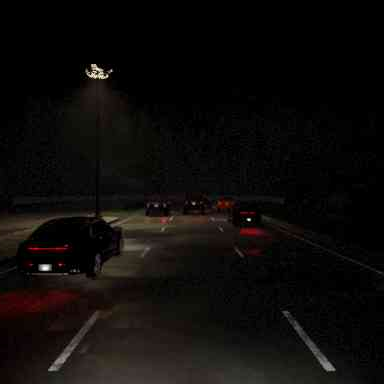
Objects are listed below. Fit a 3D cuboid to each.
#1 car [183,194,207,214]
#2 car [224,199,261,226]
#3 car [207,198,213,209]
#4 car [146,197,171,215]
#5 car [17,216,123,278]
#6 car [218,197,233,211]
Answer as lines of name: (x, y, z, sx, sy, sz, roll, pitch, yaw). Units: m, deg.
car: (0.275, 1.221, 34.769, 2.150, 2.045, 5.566, 0, 0, 2)
car: (3.599, 1.504, 23.409, 1.837, 1.490, 4.892, 0, 0, 0)
car: (1.614, 1.492, 44.549, 2.128, 1.511, 4.902, 0, 0, 12)
car: (-3.279, 1.352, 33.431, 2.097, 1.767, 4.553, 0, 0, 2)
car: (-3.400, 1.504, 10.135, 1.837, 1.490, 4.892, 0, 0, 0)
car: (4.187, 1.352, 39.828, 2.097, 1.767, 4.553, 0, 0, 6)
